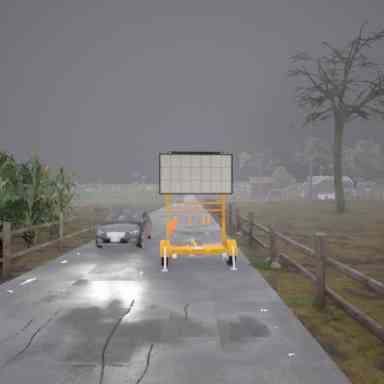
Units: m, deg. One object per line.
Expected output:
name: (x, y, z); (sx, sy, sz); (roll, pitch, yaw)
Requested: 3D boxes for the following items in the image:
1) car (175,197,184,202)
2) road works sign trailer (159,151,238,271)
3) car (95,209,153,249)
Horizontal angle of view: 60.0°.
car: (-2.725, 1.816, 72.570); (1.837, 1.490, 4.892); (0, 0, 0)
road works sign trailer: (0.115, 0.476, 10.977); (2.380, 3.560, 2.880); (0, 0, -5)
car: (-2.847, 1.512, 14.784); (2.128, 1.511, 4.902); (0, 0, 0)
